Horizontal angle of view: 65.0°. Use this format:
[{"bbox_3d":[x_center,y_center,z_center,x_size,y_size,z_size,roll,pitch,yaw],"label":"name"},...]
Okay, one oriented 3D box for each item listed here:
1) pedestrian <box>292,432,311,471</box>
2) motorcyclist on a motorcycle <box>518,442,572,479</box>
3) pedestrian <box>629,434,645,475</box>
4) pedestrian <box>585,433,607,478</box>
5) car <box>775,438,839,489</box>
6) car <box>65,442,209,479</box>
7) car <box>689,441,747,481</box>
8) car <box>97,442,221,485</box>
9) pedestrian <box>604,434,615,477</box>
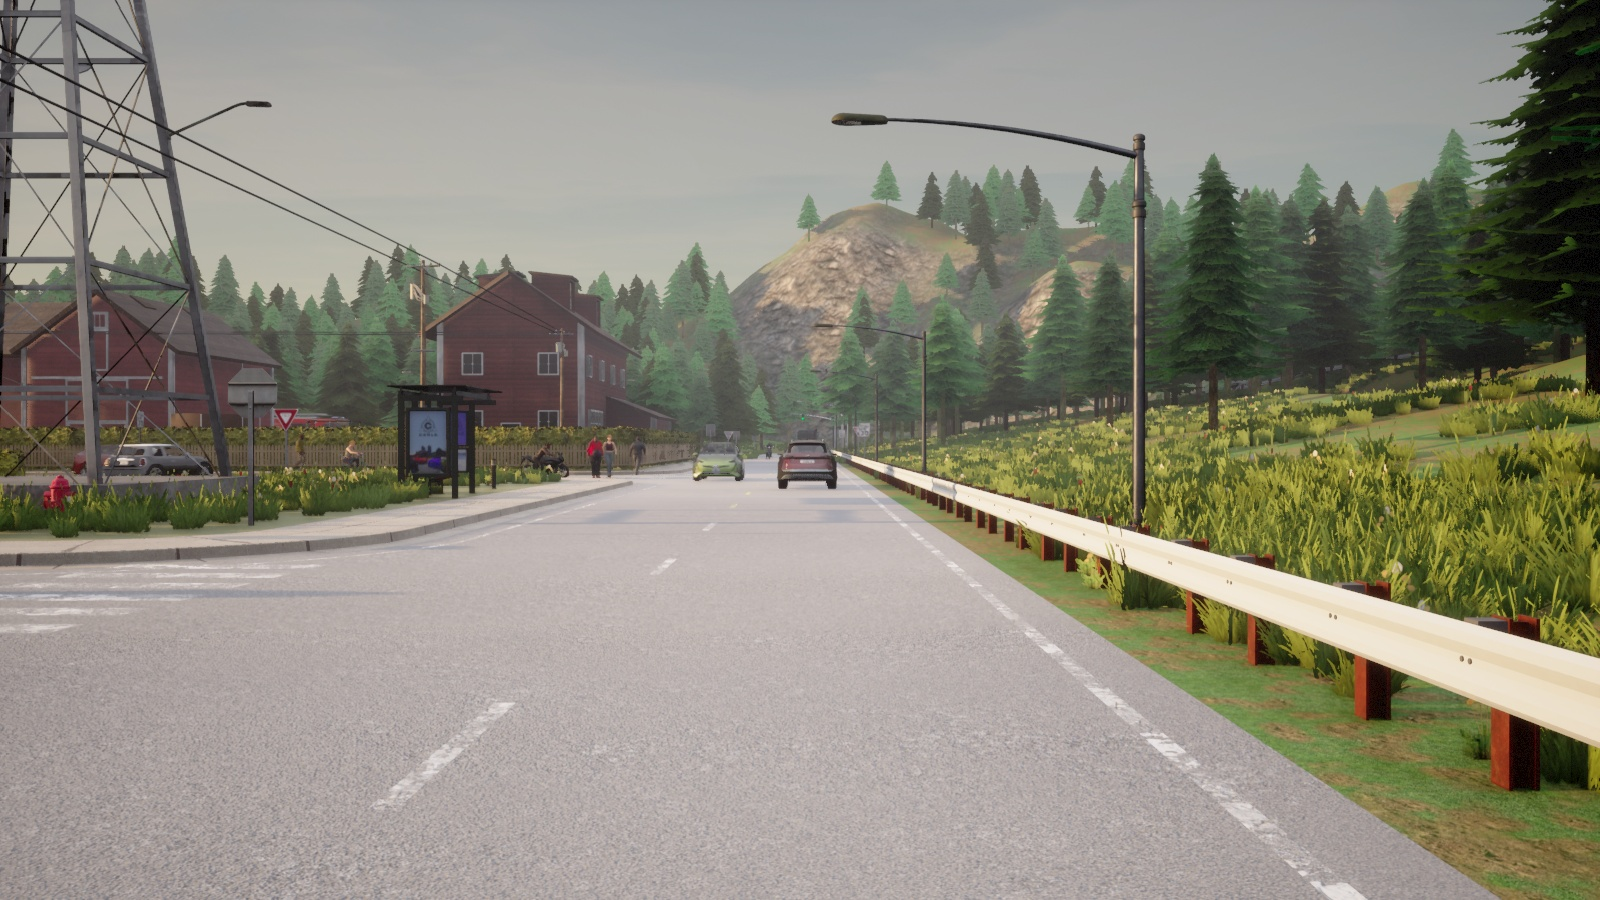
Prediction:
[{"bbox_3d":[-23.496,0.049,59.181,0.726,1.835,0.370,0,0,0],"label":"pedestrian"},{"bbox_3d":[-10.493,0.428,51.699,2.044,1.523,0.797,0,0,1],"label":"motorcyclist on a motorcycle"},{"bbox_3d":[-7.393,0.204,57.037,0.563,1.883,0.849,0,0,2],"label":"pedestrian"},{"bbox_3d":[-8.566,0.227,52.705,0.634,1.844,0.899,0,0,-28],"label":"pedestrian"},{"bbox_3d":[0.247,0.435,42.478,2.033,1.649,4.856,0,0,0],"label":"car"},{"bbox_3d":[-27.225,0.432,51.668,4.792,1.488,2.163,0,0,0],"label":"car"},{"bbox_3d":[-3.211,0.407,50.236,2.007,1.525,4.514,0,0,0],"label":"car"},{"bbox_3d":[-22.549,0.443,44.318,1.970,1.475,3.806,0,0,11],"label":"car"},{"bbox_3d":[-8.087,0.224,53.283,0.345,1.836,0.594,0,0,-18],"label":"pedestrian"}]
